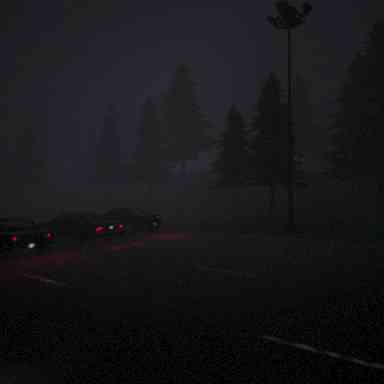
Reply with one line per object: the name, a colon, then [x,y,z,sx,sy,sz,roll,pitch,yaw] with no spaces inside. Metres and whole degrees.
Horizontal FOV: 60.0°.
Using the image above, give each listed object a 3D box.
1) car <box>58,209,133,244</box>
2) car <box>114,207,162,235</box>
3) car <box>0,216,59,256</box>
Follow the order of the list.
car: [-5.694,1.680,16.536,5.357,1.411,2.033,-1,0,36]
car: [-4.055,1.615,19.671,5.008,1.535,1.882,0,0,36]
car: [-7.821,1.735,13.755,4.718,1.301,1.895,-1,0,36]
